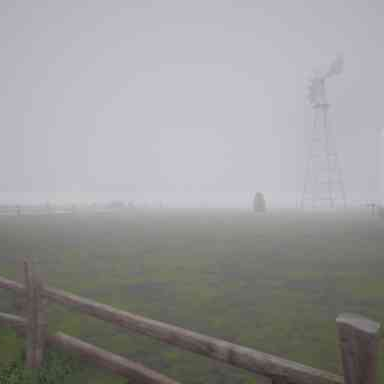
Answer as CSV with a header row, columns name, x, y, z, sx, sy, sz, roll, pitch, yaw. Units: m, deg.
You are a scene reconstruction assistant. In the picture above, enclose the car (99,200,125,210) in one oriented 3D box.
name,x,y,z,sx,sy,sz,roll,pitch,yaw
car,-14.152,2.169,58.830,2.097,1.767,4.553,-1,-2,36
